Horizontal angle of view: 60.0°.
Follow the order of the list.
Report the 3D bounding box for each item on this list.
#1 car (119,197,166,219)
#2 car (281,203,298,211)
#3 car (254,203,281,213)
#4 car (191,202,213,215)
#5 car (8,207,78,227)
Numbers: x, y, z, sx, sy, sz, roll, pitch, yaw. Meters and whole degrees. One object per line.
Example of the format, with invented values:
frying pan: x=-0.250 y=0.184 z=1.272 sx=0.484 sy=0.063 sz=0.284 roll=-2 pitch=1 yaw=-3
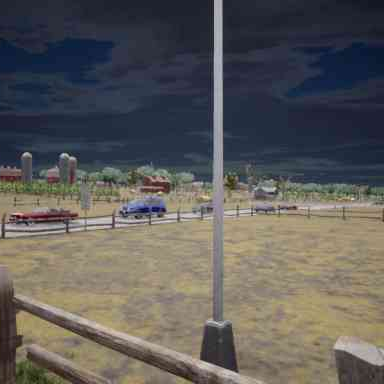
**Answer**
car: x=-4.882 y=1.598 z=33.845 sx=2.150 sy=2.045 sz=5.566 roll=2 pitch=0 yaw=34
car: x=17.540 y=2.673 z=59.910 sx=1.895 sy=1.301 sz=4.718 roll=2 pitch=0 yaw=36
car: x=11.366 y=2.426 z=51.376 sx=2.033 sy=1.411 sz=5.357 roll=2 pitch=0 yaw=36
car: x=1.785 y=2.077 z=43.086 sx=1.837 sy=1.490 sz=4.892 roll=2 pitch=0 yaw=36
car: x=-11.154 y=1.800 z=25.199 sx=1.895 sy=1.301 sz=4.718 roll=2 pitch=0 yaw=36
